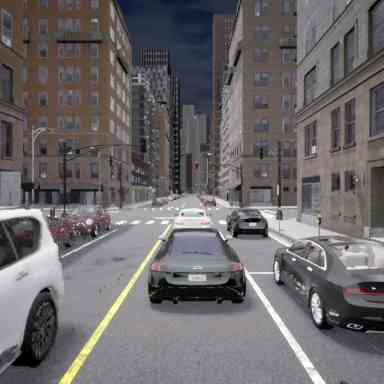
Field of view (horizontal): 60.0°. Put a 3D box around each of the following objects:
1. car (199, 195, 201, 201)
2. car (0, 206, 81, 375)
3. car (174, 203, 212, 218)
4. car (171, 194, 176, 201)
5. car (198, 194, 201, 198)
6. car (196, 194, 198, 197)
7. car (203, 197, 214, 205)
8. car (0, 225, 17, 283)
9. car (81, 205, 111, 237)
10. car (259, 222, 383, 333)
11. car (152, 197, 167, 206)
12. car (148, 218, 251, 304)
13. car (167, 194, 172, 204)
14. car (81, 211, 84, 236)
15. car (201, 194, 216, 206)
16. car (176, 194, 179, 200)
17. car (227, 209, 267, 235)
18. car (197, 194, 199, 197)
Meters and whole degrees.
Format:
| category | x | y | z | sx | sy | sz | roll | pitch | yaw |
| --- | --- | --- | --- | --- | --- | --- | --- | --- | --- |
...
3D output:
| category | x | y | z | sx | sy | sz | roll | pitch | yaw |
| --- | --- | --- | --- | --- | --- | --- | --- | --- | --- |
| car | 2.966 | 1.607 | 65.636 | 2.008 | 1.369 | 4.403 | 0 | 0 | 0 |
| car | -2.999 | 1.220 | 2.838 | 2.150 | 2.045 | 5.566 | 0 | 0 | 0 |
| car | 0.049 | 1.526 | 16.951 | 1.812 | 1.442 | 4.674 | 0 | 0 | 1 |
| car | -5.516 | 1.626 | 81.711 | 1.752 | 1.417 | 4.829 | 0 | 0 | 0 |
| car | 2.994 | 1.524 | 76.454 | 1.967 | 1.590 | 4.097 | 0 | 0 | 0 |
| car | 3.037 | 1.457 | 92.682 | 2.192 | 1.841 | 5.009 | 0 | 0 | 0 |
| car | 2.951 | 1.571 | 60.398 | 1.752 | 1.417 | 4.829 | 0 | 0 | 0 |
| car | -5.665 | 1.566 | 6.733 | 1.947 | 1.339 | 4.313 | 0 | 0 | 0 |
| car | -5.655 | 1.441 | 17.736 | 1.967 | 1.590 | 4.097 | 0 | 0 | 0 |
| car | 2.860 | 1.550 | 6.726 | 2.008 | 1.369 | 4.403 | 0 | 0 | 0 |
| car | -5.588 | 1.618 | 54.839 | 1.802 | 1.307 | 4.206 | 0 | 0 | 0 |
| car | 0.089 | 1.564 | 8.192 | 1.994 | 1.385 | 4.181 | 0 | 0 | 0 |
| car | -5.559 | 1.607 | 65.656 | 2.008 | 1.369 | 4.403 | 0 | 0 | 0 |
| car | -5.660 | 1.582 | 12.235 | 1.802 | 1.307 | 4.206 | 0 | 0 | 0 |
| car | 2.936 | 1.476 | 54.819 | 1.967 | 1.590 | 4.097 | 0 | 0 | 0 |
| car | -5.488 | 1.457 | 92.699 | 2.192 | 1.841 | 5.009 | 0 | 0 | 0 |
| car | 2.870 | 1.566 | 17.728 | 1.947 | 1.339 | 4.313 | 0 | 0 | 0 |
| car | 3.023 | 1.560 | 87.272 | 1.967 | 1.590 | 4.097 | 0 | 0 | 0 |
